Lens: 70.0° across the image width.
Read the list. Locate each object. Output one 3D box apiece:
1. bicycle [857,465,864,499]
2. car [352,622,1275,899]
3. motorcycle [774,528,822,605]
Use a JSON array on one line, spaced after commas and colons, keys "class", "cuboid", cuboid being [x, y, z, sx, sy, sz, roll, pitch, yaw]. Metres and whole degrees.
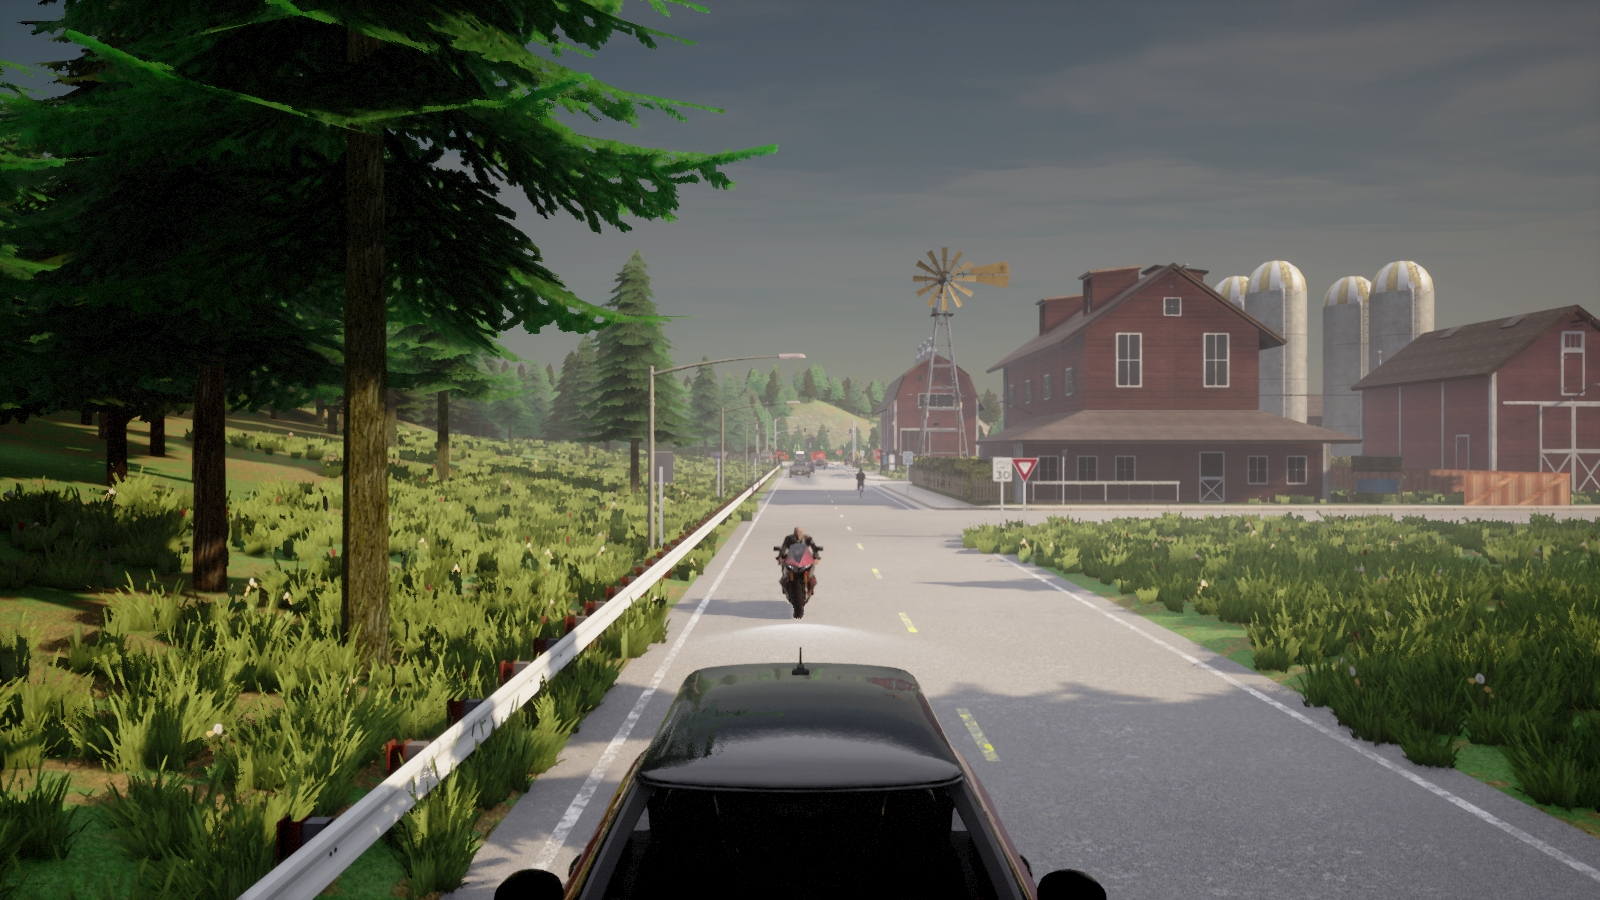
[{"class": "bicycle", "cuboid": [3.513, 1.837, 66.159, 0.329, 1.919, 1.835, 0, 0, 0]}, {"class": "car", "cuboid": [0.033, 1.906, 4.501, 2.097, 1.767, 4.553, 0, 0, 0]}, {"class": "motorcycle", "cuboid": [-0.043, 2.205, 21.983, 0.867, 1.251, 2.209, 0, 0, 0]}]
